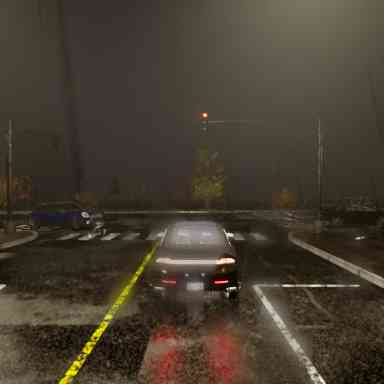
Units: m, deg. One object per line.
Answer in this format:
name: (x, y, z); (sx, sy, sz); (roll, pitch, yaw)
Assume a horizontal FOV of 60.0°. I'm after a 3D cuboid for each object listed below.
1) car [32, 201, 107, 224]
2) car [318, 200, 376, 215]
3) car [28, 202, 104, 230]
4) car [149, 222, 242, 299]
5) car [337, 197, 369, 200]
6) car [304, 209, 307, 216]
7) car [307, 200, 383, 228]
car: (-9.248, 1.522, 25.341); (5.008, 1.535, 1.882); (-1, 0, 1)
car: (14.747, 1.446, 31.813); (4.718, 1.301, 1.895); (0, 1, -2)
car: (-7.929, 1.404, 21.038); (4.553, 1.767, 2.097); (-2, 1, 16)
car: (0.083, 1.494, 8.427); (2.128, 1.511, 4.902); (0, 0, 1)
car: (13.143, 1.247, 28.532); (4.553, 1.767, 2.097); (0, 1, -1)
car: (11.102, 1.550, 25.149); (4.718, 1.301, 1.895); (0, 1, 1)
car: (10.594, 1.484, 21.901); (4.902, 1.511, 2.128); (0, 1, 1)
